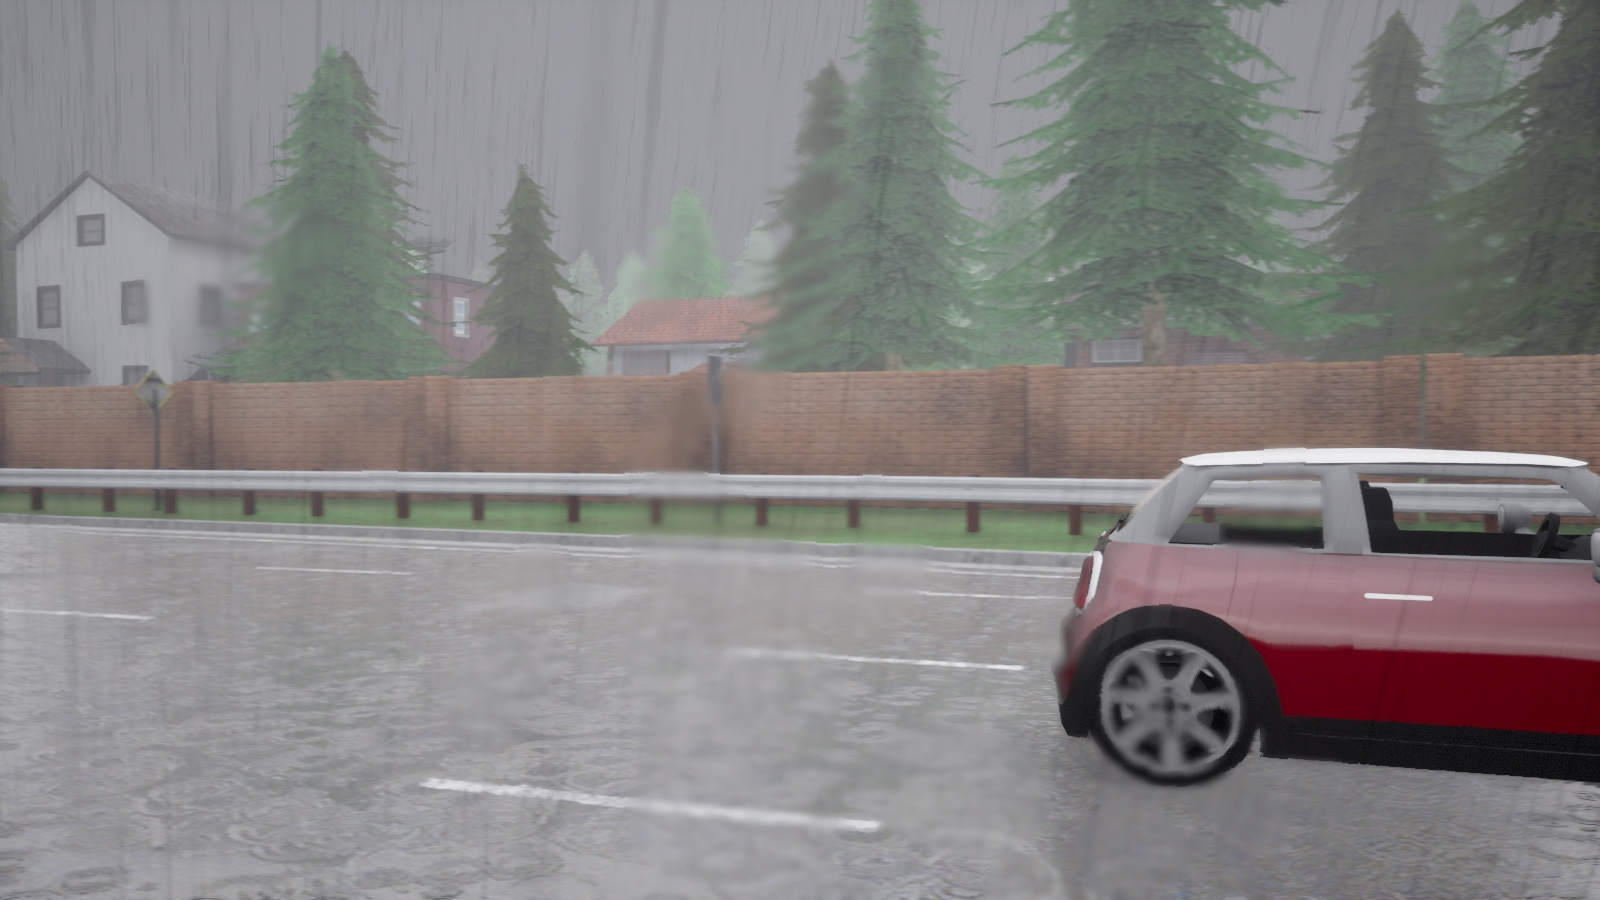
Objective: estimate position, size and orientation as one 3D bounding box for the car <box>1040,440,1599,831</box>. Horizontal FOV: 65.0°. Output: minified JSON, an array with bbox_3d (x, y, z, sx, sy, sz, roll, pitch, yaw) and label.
[{"bbox_3d":[3.171,0.711,5.818,3.806,1.475,1.970,1,1,19],"label":"car"}]
